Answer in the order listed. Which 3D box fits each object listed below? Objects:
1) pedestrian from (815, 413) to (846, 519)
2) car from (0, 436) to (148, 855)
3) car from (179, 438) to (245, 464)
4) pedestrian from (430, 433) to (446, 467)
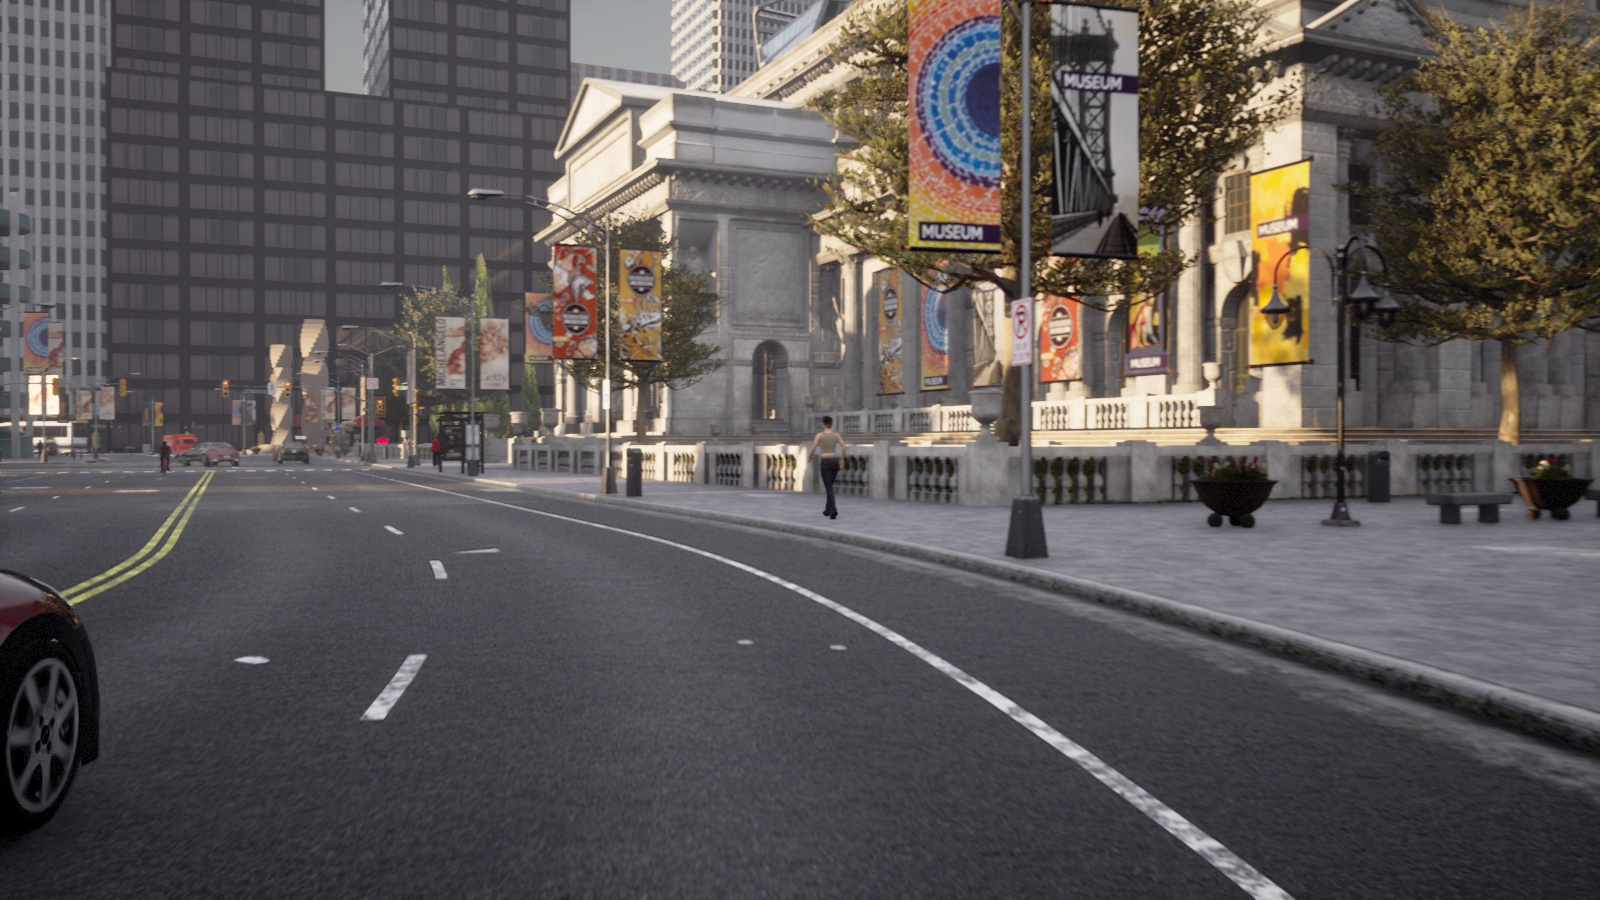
[{"bbox_3d":[0.531,0.278,22.175,0.345,1.836,0.594,0,0,-22],"label":"pedestrian"},{"bbox_3d":[-3.743,0.692,3.610,1.970,1.475,3.806,0,0,-4],"label":"car"},{"bbox_3d":[-38.727,0.062,82.650,5.027,1.651,2.152,0,0,42],"label":"car"},{"bbox_3d":[-19.768,0.018,68.598,0.634,1.844,0.899,0,0,-30],"label":"pedestrian"}]
